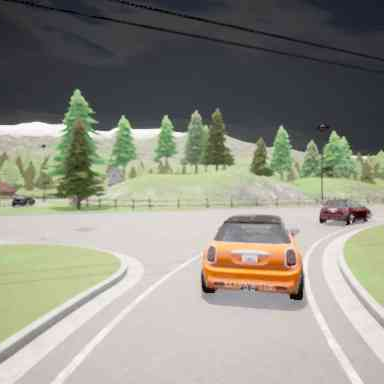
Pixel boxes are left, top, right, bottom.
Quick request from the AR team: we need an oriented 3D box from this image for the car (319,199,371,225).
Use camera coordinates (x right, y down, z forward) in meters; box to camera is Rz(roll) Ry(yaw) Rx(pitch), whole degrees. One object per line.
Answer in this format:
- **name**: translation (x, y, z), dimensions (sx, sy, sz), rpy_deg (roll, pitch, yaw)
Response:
- **car**: translation (11.033, 1.306, 23.803), dimensions (4.553, 1.767, 2.097), rpy_deg (0, 0, -43)

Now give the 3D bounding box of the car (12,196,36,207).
- **car**: translation (-24.536, 1.393, 48.701), dimensions (1.837, 1.490, 4.892), rpy_deg (2, 0, -6)

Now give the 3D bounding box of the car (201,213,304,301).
- **car**: translation (1.663, 1.334, 8.628), dimensions (2.097, 1.767, 4.553), rpy_deg (0, 0, 14)
